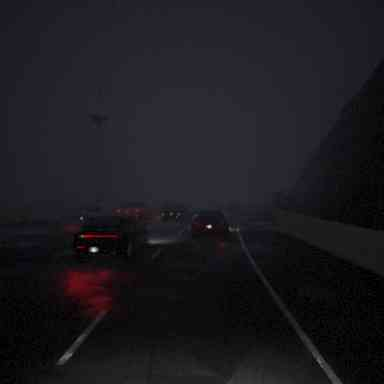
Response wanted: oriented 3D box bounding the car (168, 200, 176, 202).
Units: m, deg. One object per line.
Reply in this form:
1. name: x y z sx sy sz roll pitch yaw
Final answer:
1. car: -2.504 1.873 40.737 1.812 1.442 4.674 0 0 12

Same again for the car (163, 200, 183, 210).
1. car: -2.969 2.021 53.244 1.994 1.385 4.181 0 -1 16

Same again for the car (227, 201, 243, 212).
1. car: 6.008 1.991 46.553 1.812 1.442 4.674 0 -1 15

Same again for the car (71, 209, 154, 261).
1. car: -2.922 1.597 12.804 1.837 1.490 4.892 0 -1 4

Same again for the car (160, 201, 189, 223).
1. car: -1.229 1.795 28.449 2.033 1.411 5.357 0 0 9

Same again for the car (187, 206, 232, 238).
1. car: 1.091 1.744 18.929 1.994 1.385 4.181 0 0 6

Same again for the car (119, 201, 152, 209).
1. car: -4.748 1.574 28.273 2.097 1.767 4.553 0 0 8

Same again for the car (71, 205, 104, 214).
1. car: -8.354 1.793 28.356 1.895 1.301 4.718 0 -1 8
